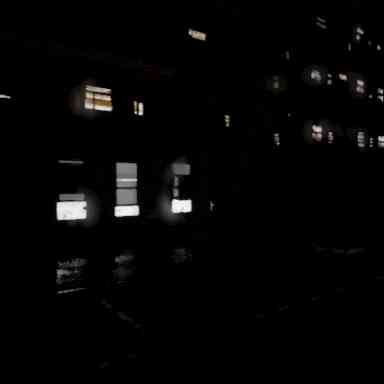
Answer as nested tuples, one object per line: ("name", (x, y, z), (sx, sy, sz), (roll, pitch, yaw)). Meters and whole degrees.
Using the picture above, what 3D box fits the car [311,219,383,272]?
("car", (5.515, 1.535, 10.469), (4.206, 1.307, 1.802), (0, -1, -36))
